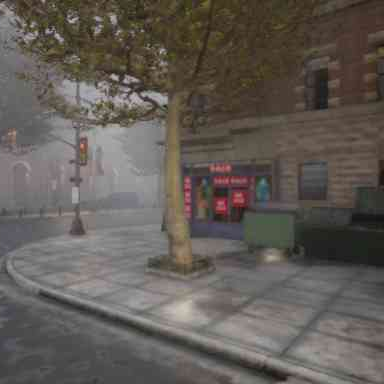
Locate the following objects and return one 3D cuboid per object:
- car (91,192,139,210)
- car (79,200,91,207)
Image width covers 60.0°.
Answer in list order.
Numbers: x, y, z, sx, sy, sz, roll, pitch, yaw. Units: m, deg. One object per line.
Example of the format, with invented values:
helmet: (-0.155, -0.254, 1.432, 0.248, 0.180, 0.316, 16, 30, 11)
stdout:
car: (-8.931, 1.059, 40.258, 2.150, 2.045, 5.566, 0, 0, 36)
car: (-13.057, 1.396, 45.886, 1.895, 1.301, 4.718, 0, 0, 36)
